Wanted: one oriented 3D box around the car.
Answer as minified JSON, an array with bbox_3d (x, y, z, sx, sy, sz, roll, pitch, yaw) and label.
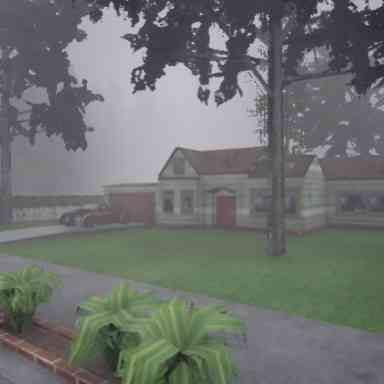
[{"bbox_3d":[-5.592,1.333,19.586,1.994,1.381,4.181,0,0,35],"label":"car"}]
